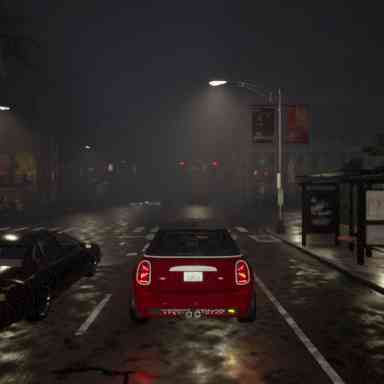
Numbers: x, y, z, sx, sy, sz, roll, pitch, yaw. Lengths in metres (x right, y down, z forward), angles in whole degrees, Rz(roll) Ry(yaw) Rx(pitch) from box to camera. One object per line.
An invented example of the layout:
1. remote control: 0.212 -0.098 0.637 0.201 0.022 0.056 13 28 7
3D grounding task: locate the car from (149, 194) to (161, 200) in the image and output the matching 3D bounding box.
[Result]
1. car: -10.214 1.355 92.199 2.097 1.767 4.553 0 0 12

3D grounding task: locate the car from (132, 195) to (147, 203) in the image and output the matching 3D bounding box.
1. car: -11.235 1.355 69.680 2.097 1.767 4.553 0 0 -1

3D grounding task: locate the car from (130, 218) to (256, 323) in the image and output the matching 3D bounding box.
1. car: 0.008 1.352 7.370 2.097 1.767 4.553 0 0 0

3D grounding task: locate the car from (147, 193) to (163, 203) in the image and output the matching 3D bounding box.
1. car: -7.738 1.478 69.985 1.882 1.535 5.008 0 0 -1

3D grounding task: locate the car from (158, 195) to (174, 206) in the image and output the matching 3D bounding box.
1. car: -3.963 1.601 53.947 1.895 1.301 4.718 0 0 -1

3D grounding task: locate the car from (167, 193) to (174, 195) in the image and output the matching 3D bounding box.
1. car: -6.509 1.225 92.654 2.150 2.045 5.566 0 0 12

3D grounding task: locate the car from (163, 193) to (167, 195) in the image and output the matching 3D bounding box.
1. car: -7.852 1.225 80.464 2.150 2.045 5.566 0 0 -1

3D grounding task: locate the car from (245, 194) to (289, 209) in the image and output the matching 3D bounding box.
1. car: 9.629 1.223 42.799 5.566 2.045 2.150 0 0 -3

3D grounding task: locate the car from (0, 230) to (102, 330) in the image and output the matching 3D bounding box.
1. car: -3.491 1.547 7.164 2.033 1.411 5.357 0 0 0

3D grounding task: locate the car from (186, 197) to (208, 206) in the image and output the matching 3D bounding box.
1. car: 0.785 1.505 53.471 1.837 1.490 4.892 -2 1 -30

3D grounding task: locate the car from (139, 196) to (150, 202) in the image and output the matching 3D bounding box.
1. car: -11.342 1.595 79.855 1.895 1.301 4.718 0 0 -1
